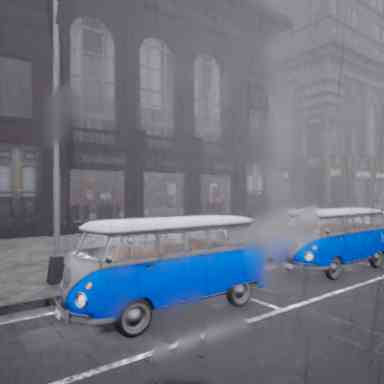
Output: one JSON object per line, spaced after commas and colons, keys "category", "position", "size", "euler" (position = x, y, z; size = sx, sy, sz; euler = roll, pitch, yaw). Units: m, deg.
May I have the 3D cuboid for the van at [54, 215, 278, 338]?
{"category": "van", "position": [-0.388, 1.372, 6.402], "size": [3.998, 1.788, 1.690], "euler": [0, 0, -36]}

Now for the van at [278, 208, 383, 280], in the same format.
{"category": "van", "position": [4.149, 1.371, 9.747], "size": [3.998, 1.788, 1.690], "euler": [0, 0, -36]}
